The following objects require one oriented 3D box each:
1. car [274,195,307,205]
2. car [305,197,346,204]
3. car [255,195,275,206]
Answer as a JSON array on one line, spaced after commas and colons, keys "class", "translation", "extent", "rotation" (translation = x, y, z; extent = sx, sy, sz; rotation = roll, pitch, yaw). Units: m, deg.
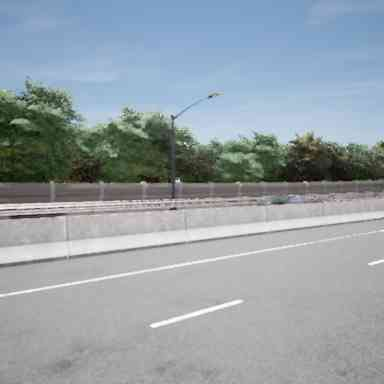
[{"class": "car", "translation": [10.995, 1.212, 33.302], "extent": [4.902, 1.511, 2.128], "rotation": [-1, 0, -35]}, {"class": "car", "translation": [12.809, 1.309, 30.311], "extent": [4.718, 1.301, 1.895], "rotation": [-1, 0, -35]}, {"class": "car", "translation": [9.012, 1.088, 36.186], "extent": [4.553, 1.767, 2.097], "rotation": [-1, 0, -35]}]
